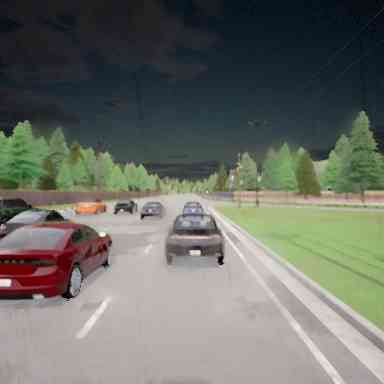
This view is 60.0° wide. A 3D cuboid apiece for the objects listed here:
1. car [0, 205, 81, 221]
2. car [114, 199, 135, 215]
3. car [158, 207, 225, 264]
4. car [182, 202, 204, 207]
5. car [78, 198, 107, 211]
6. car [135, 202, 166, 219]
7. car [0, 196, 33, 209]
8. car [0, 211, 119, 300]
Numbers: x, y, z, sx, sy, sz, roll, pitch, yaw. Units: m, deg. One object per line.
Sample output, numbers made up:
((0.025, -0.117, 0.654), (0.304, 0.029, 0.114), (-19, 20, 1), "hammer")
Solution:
((-6.911, 1.552, 15.292), (1.812, 1.442, 4.674), (0, 0, 0), "car")
((-6.900, 1.565, 35.216), (1.837, 1.490, 4.892), (0, 0, 0), "car")
((0.096, 1.513, 11.903), (2.128, 1.511, 4.902), (0, 0, 0), "car")
((0.100, 1.598, 29.689), (2.033, 1.411, 5.357), (0, 0, 0), "car")
((-10.401, 1.411, 34.884), (2.097, 1.767, 4.553), (0, 0, 0), "car")
((-3.400, 1.598, 29.613), (2.033, 1.411, 5.357), (0, 0, 0), "car")
((-10.400, 1.253, 18.381), (2.150, 2.045, 5.566), (0, 0, 0), "car")
((-3.407, 1.492, 8.510), (1.882, 1.535, 5.008), (0, 0, 0), "car")
